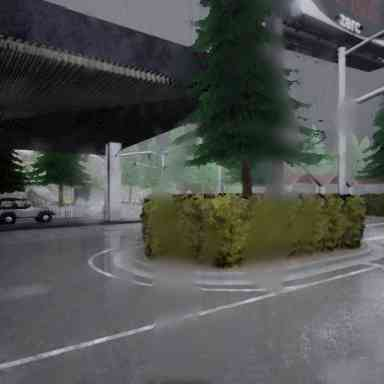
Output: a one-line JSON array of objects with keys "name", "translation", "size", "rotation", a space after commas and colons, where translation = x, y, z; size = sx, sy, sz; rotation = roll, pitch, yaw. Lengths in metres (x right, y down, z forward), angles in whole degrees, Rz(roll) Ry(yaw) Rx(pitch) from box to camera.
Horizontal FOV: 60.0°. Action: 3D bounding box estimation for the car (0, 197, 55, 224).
[{"name": "car", "translation": [-11.923, 1.311, 23.509], "size": [3.866, 1.878, 1.905], "rotation": [0, 0, -36]}]
